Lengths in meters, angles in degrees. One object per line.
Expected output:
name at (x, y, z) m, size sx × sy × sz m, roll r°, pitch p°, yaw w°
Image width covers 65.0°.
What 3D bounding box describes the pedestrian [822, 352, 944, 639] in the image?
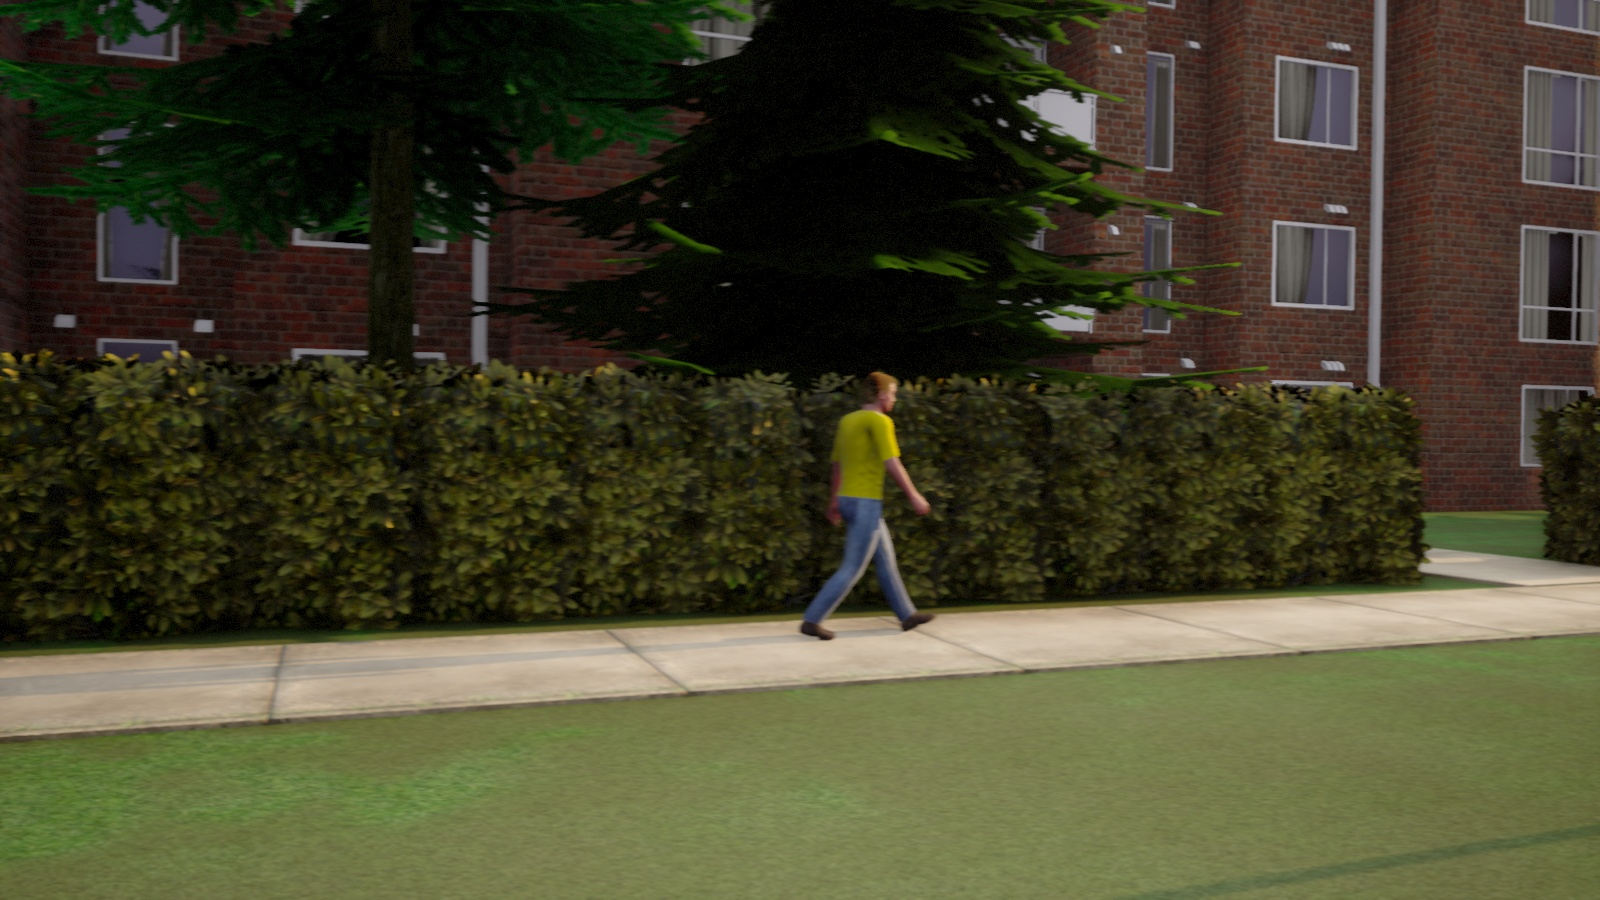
pedestrian at (0.551, 0.285, 8.334) m, size 0.706 × 1.836 × 0.354 m, roll -1°, pitch 1°, yaw -21°
